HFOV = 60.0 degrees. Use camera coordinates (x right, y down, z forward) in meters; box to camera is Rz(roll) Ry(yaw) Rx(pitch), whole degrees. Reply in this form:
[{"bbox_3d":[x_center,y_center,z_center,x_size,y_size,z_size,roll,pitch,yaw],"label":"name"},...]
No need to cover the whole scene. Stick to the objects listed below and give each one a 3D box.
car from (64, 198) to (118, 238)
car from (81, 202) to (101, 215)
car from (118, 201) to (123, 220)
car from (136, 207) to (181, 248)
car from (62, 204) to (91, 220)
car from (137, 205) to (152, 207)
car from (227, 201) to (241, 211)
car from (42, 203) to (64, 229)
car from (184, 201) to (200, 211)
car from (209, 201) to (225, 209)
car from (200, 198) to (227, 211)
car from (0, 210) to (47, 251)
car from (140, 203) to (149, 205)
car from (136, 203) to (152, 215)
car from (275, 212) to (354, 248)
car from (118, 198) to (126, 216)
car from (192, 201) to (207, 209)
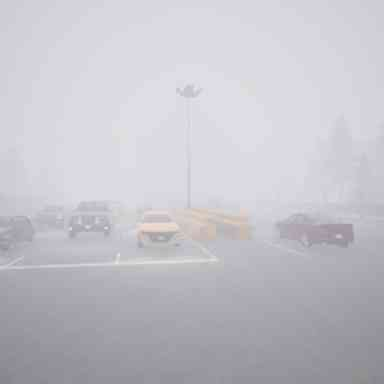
[{"bbox_3d":[-5.886,1.516,20.090,2.150,2.045,5.566,0,-1,-10],"label":"car"},{"bbox_3d":[-13.547,2.131,44.758,1.882,1.535,5.008,0,-1,-9],"label":"car"},{"bbox_3d":[-7.614,1.919,30.368,1.882,1.535,5.008,0,-1,-10],"label":"car"},{"bbox_3d":[-1.728,1.715,16.478,1.882,1.535,5.008,0,-1,-10],"label":"car"},{"bbox_3d":[-11.879,2.055,34.618,2.033,1.411,5.357,0,-1,-10],"label":"car"},{"bbox_3d":[-3.229,1.928,25.345,1.994,1.385,4.181,0,-1,-10],"label":"car"},{"bbox_3d":[6.416,2.243,53.131,1.837,1.490,4.892,0,-1,-10],"label":"car"},{"bbox_3d":[-10.185,1.716,24.556,2.097,1.767,4.553,0,-1,-10],"label":"car"},{"bbox_3d":[-0.371,2.256,51.759,1.812,1.442,4.674,0,-1,-10],"label":"car"},{"bbox_3d":[4.732,2.443,62.991,1.994,1.385,4.181,0,-1,-10],"label":"car"},{"bbox_3d":[3.194,1.944,51.657,2.150,2.045,5.566,0,-1,-10],"label":"car"},{"bbox_3d":[-8.653,1.780,15.325,2.033,1.411,5.357,0,-1,-9],"label":"car"},{"bbox_3d":[-4.667,2.051,33.973,1.994,1.385,4.181,0,-1,-9],"label":"car"},{"bbox_3d":[-6.307,2.192,43.831,1.994,1.385,4.181,0,-1,-9],"label":"car"},{"bbox_3d":[5.649,1.697,16.043,1.882,1.535,5.008,0,-1,-8],"label":"car"},{"bbox_3d":[-9.362,1.812,40.805,2.150,2.045,5.566,0,-1,-10],"label":"car"},{"bbox_3d":[1.361,2.434,61.933,1.994,1.385,4.181,0,-1,-10],"label":"car"}]
